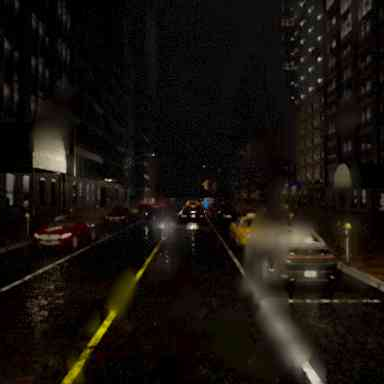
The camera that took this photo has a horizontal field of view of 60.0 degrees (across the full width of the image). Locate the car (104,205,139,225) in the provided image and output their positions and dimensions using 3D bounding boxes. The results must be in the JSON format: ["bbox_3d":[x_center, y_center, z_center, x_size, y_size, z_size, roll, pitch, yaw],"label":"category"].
[{"bbox_3d":[-5.682,1.847,26.363,1.802,1.307,4.206,0,-1,0],"label":"car"}]

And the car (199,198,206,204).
[{"bbox_3d":[2.709,2.393,87.461,1.752,1.417,4.829,0,-1,0],"label":"car"}]

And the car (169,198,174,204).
[{"bbox_3d":[-5.674,2.303,76.214,1.887,1.381,4.507,0,-1,0],"label":"car"}]

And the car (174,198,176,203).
[{"bbox_3d":[-5.672,2.253,81.754,1.967,1.590,4.097,0,-1,0],"label":"car"}]

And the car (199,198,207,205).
[{"bbox_3d":[2.708,2.252,81.754,1.967,1.590,4.097,0,-1,0],"label":"car"}]

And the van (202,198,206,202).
[{"bbox_3d":[2.704,1.879,54.059,1.690,1.788,3.998,0,-1,0],"label":"van"}]

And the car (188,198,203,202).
[{"bbox_3d":[0.108,1.924,44.766,1.882,1.535,5.008,0,-1,0],"label":"car"}]

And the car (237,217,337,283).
[{"bbox_3d":[2.696,1.649,9.745,2.008,1.369,4.403,0,-1,0],"label":"car"}]

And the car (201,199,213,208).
[{"bbox_3d":[2.704,2.033,59.598,1.967,1.590,4.097,0,-1,0],"label":"car"}]

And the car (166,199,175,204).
[{"bbox_3d":[-5.672,2.418,87.292,2.008,1.369,4.403,0,-1,0],"label":"car"}]

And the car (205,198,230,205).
[{"bbox_3d":[2.701,1.634,31.903,2.192,1.841,5.009,0,-1,0],"label":"car"}]

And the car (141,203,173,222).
[{"bbox_3d":[-3.022,1.898,29.608,1.895,1.301,4.718,0,-1,1],"label":"car"}]

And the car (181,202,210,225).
[{"bbox_3d":[0.103,1.814,26.556,2.033,1.411,5.357,0,-1,0],"label":"car"}]

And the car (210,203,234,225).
[{"bbox_3d":[2.698,1.830,26.362,1.947,1.339,4.313,0,-1,0],"label":"car"}]

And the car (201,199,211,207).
[{"bbox_3d":[2.705,2.175,65.305,1.752,1.417,4.829,0,-1,0],"label":"car"}]

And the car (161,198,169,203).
[{"bbox_3d":[-5.677,2.139,59.598,1.887,1.381,4.507,0,-1,0],"label":"car"}]

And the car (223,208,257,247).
[{"bbox_3d":[2.697,1.681,15.454,1.752,1.417,4.829,0,-1,0],"label":"car"}]

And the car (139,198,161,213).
[{"bbox_3d":[-5.678,1.745,42.982,2.192,1.841,5.009,0,-1,0],"label":"car"}]

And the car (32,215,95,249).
[{"bbox_3d":[-5.684,1.737,15.285,1.802,1.307,4.206,0,-1,0],"label":"car"}]
